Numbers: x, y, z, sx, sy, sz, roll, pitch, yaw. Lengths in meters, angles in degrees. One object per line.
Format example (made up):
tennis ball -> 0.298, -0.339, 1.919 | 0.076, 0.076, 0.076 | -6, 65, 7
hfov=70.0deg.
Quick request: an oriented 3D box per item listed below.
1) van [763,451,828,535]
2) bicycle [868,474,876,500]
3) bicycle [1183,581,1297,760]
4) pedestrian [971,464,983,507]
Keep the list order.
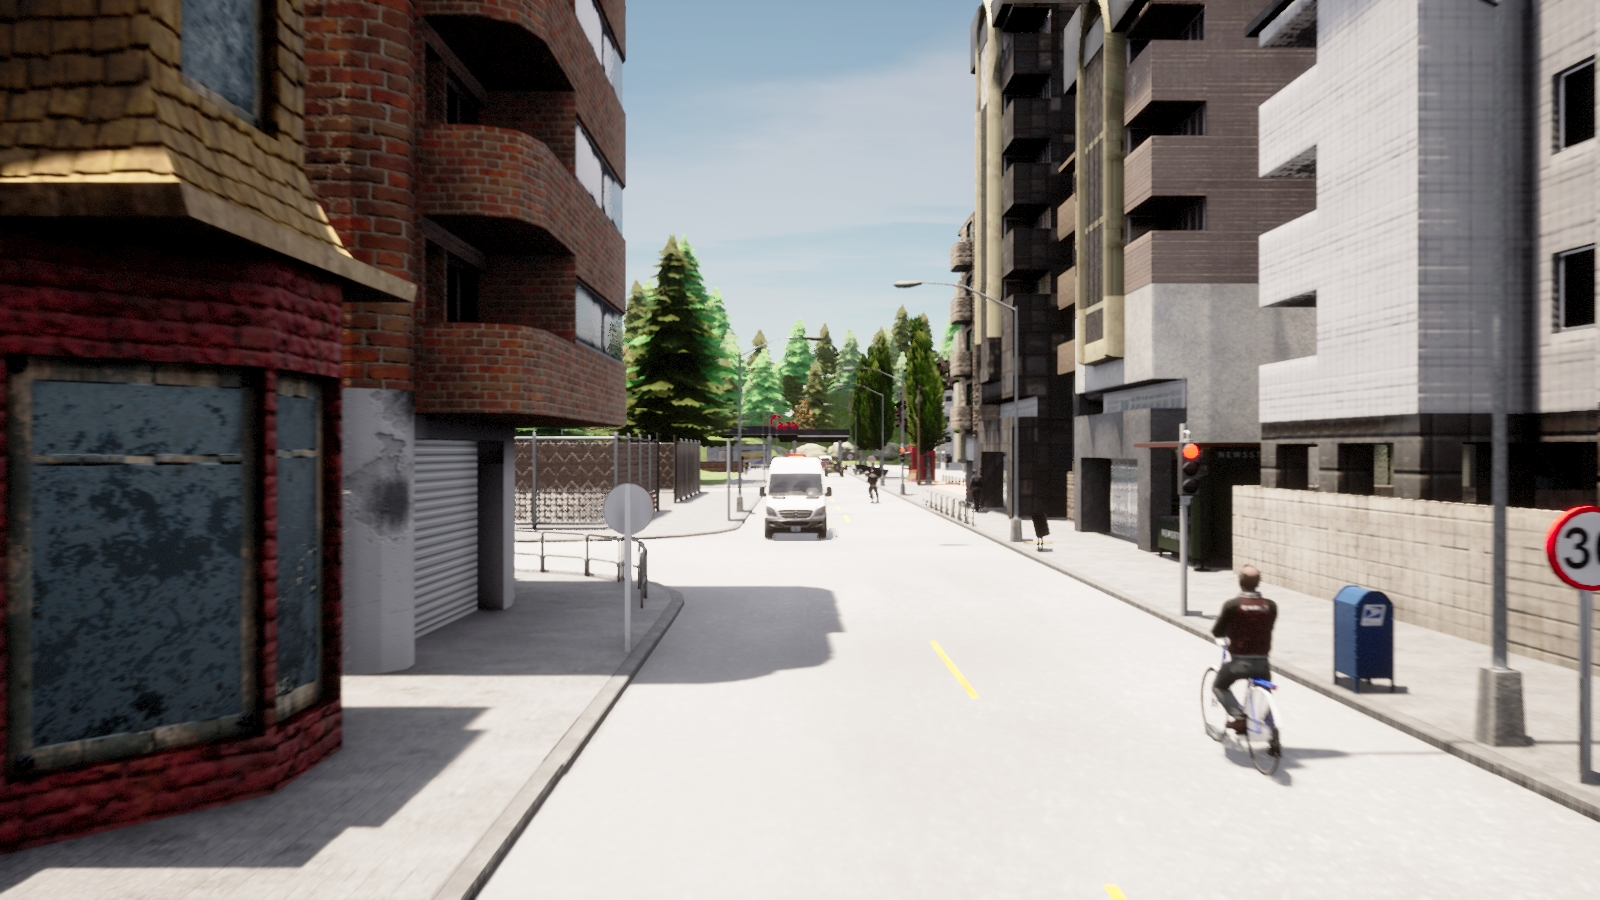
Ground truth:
van -> -0.142, 1.314, 37.816 | 1.988, 2.561, 5.915 | 0, 0, 0
bicycle -> 3.794, 1.940, 60.143 | 0.329, 1.271, 1.835 | 0, 0, 0
bicycle -> 3.973, 1.940, 10.428 | 0.329, 1.271, 1.835 | 0, 0, 0
pedestrian -> 7.602, 1.523, 49.062 | 0.375, 1.860, 0.375 | 0, 0, -12
